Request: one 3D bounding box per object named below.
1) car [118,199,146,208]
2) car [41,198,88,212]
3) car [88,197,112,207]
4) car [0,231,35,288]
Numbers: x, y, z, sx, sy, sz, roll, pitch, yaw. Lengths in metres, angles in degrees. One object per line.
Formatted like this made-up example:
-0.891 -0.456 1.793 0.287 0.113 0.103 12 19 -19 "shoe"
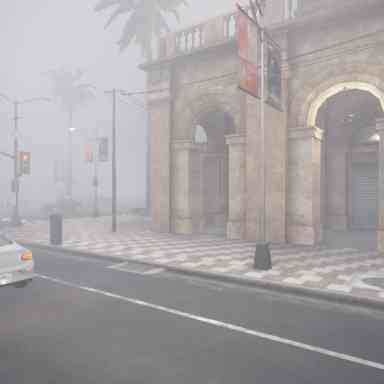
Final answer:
-8.221 1.600 47.643 1.895 1.301 4.718 0 0 36 "car"
-14.895 1.505 38.309 1.837 1.490 4.892 0 0 36 "car"
-13.884 1.513 51.058 2.161 1.482 4.786 0 0 35 "car"
-5.584 1.526 7.930 4.674 1.442 1.812 0 0 36 "car"
